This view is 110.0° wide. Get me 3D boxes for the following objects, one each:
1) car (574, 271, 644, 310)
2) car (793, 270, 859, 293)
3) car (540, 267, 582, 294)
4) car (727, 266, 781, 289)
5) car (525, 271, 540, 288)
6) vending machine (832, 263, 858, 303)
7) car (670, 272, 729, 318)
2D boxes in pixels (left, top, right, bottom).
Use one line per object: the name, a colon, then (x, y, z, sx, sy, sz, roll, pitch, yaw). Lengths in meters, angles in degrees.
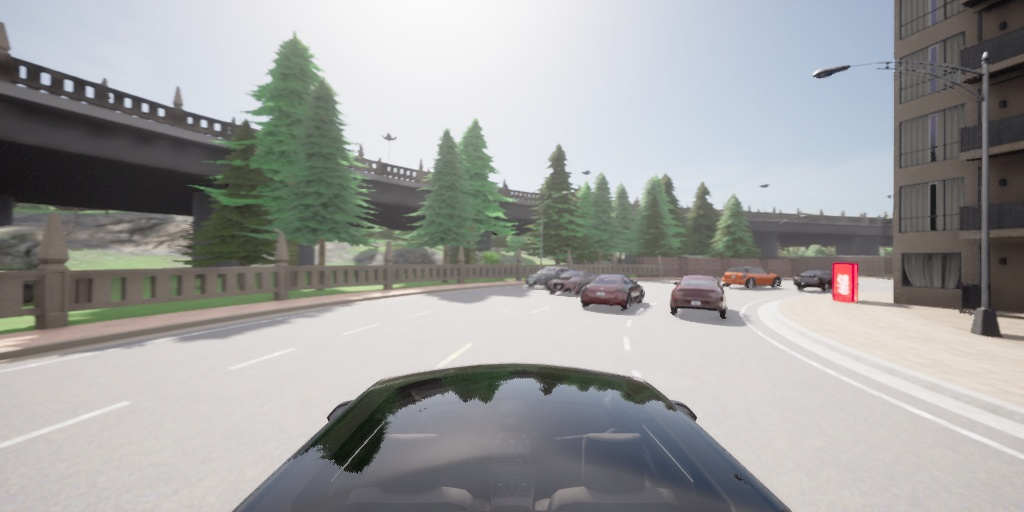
car: (4.571, 1.512, 16.098, 1.994, 1.385, 4.181, 0, -1, 30)
car: (22.618, 1.772, 25.781, 4.902, 1.511, 2.128, 1, -1, -19)
car: (3.846, 1.553, 21.399, 1.994, 1.385, 4.181, 0, -1, 40)
car: (18.754, 1.604, 28.055, 4.553, 1.767, 2.097, 1, 0, -24)
car: (2.960, 1.509, 25.670, 2.128, 1.511, 4.902, 0, -1, 44)
vending machine: (16.253, 1.313, 17.503, 0.880, 2.100, 1.100, 0, 0, -39)
car: (7.498, 1.496, 14.343, 1.812, 1.442, 4.674, 0, -1, 30)
